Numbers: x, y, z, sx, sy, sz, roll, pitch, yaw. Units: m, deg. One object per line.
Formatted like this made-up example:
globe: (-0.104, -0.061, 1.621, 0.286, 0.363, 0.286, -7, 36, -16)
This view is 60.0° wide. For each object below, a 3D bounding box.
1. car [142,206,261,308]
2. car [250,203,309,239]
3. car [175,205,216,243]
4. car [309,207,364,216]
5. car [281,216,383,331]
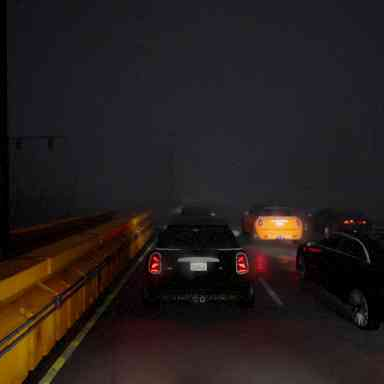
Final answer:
car: (0.126, 1.352, 8.073, 2.097, 1.767, 4.553, 0, 0, 0)
car: (3.656, 1.352, 15.943, 2.097, 1.767, 4.553, 0, 0, 0)
car: (0.160, 1.505, 17.249, 1.837, 1.490, 4.892, 0, 0, 0)
car: (7.158, 1.505, 16.813, 1.837, 1.490, 4.892, 0, 0, 0)
car: (3.622, 1.492, 6.833, 2.128, 1.511, 4.902, 0, 0, 0)
